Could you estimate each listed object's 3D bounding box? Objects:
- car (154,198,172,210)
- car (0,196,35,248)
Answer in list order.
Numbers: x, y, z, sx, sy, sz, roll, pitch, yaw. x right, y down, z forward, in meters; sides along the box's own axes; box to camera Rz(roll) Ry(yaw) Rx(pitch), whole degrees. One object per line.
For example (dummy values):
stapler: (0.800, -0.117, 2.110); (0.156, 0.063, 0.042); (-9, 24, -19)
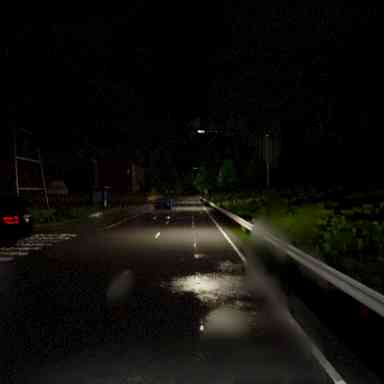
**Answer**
car: (-3.570, 1.455, 41.719); (1.882, 1.535, 5.008); (0, 0, 0)
car: (-8.903, 1.198, 12.338); (5.566, 2.045, 2.150); (-1, 1, -6)
